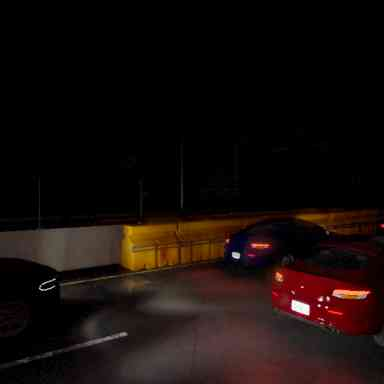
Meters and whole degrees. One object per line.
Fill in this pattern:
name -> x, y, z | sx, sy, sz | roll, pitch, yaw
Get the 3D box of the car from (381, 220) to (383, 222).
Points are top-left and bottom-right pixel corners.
car -> 10.853, 1.547, 15.784 | 5.357, 1.411, 2.033 | 0, 0, -36

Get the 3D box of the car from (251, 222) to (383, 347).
car -> 3.451, 1.526, 6.217 | 4.674, 1.442, 1.812 | 0, 0, -36

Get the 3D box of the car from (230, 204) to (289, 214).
car -> 5.056, 1.601, 24.805 | 4.718, 1.301, 1.895 | 0, 0, -36

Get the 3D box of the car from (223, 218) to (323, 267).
car -> 3.052, 1.526, 10.226 | 4.674, 1.442, 1.812 | 0, 0, -35

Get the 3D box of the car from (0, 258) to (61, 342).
car -> -4.560, 1.478, 4.792 | 5.008, 1.535, 1.882 | 0, 0, -35
